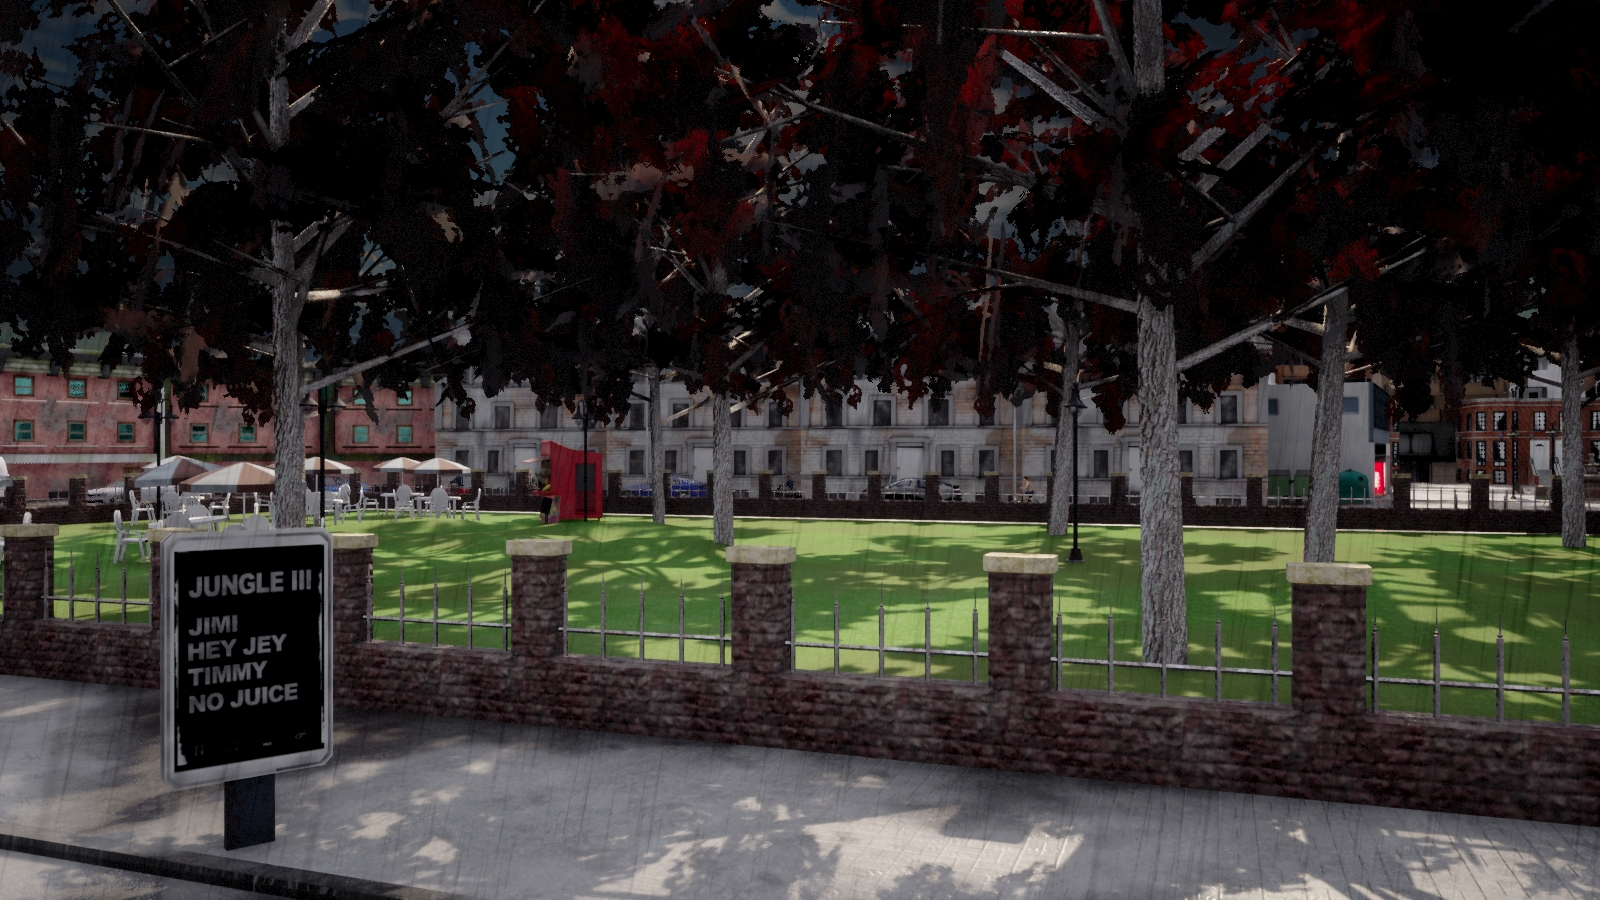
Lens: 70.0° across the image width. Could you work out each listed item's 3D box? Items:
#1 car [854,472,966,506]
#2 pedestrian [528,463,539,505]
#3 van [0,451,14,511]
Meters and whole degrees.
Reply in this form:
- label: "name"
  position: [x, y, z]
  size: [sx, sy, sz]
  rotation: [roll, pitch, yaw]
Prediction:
- label: "car"
  position: [5.242, 1.833, 54.343]
  size: [4.902, 1.511, 2.128]
  rotation: [0, 0, 20]
- label: "pedestrian"
  position: [-11.998, 1.536, 51.441]
  size: [0.375, 1.860, 0.375]
  rotation: [0, 0, 13]
- label: "van"
  position: [-36.094, 1.334, 47.165]
  size: [1.988, 2.561, 5.915]
  rotation: [0, 0, 20]
